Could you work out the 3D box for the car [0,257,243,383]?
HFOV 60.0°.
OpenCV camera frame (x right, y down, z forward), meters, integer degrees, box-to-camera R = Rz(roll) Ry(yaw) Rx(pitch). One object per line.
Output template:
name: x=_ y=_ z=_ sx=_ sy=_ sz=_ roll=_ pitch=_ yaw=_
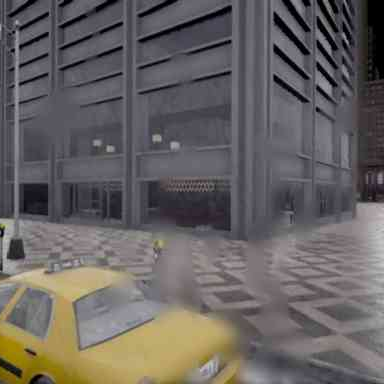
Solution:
car: x=-1.763 y=1.520 z=4.224 sx=4.829 sy=1.417 sz=1.752 roll=0 pitch=0 yaw=36
